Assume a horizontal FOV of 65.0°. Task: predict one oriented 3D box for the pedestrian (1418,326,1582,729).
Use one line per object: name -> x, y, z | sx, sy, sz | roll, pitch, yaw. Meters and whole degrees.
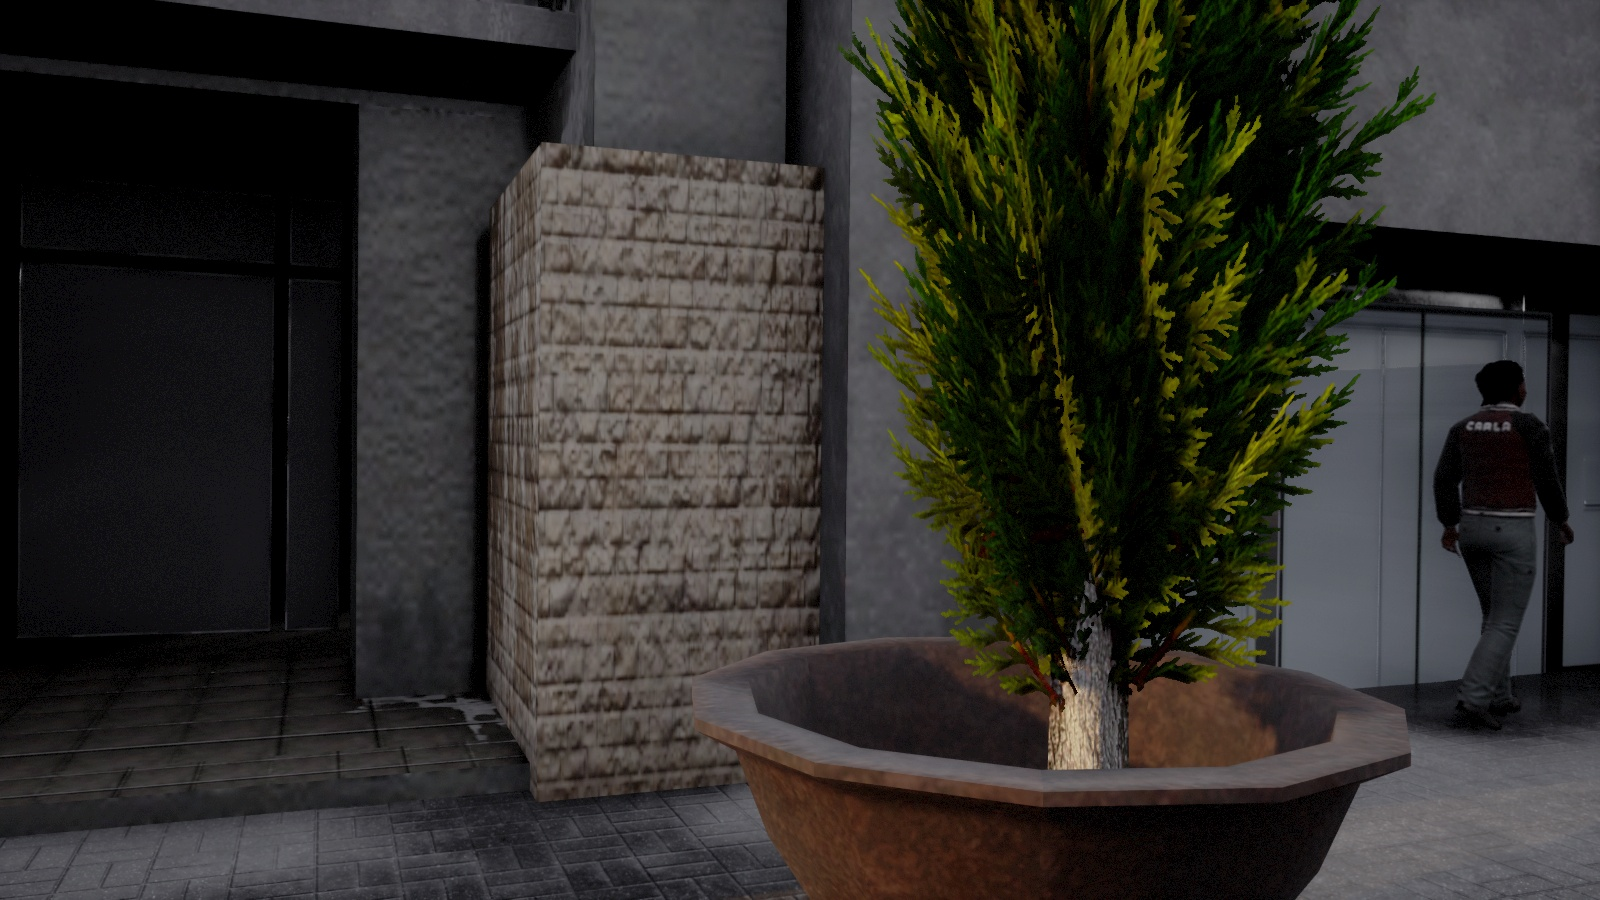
pedestrian -> 3.528, 0.367, 6.333 | 0.666, 1.930, 0.402 | -1, 1, -25
